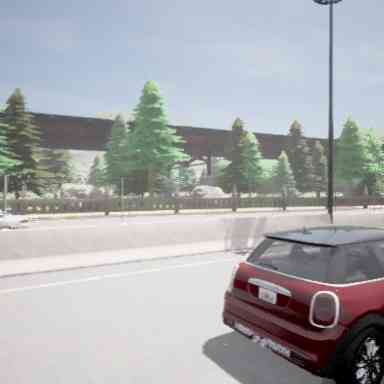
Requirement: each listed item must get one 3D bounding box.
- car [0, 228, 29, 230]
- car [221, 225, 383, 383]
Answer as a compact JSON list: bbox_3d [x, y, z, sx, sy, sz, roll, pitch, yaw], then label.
[{"bbox_3d":[-9.530,1.444,14.218,4.674,1.442,1.812,0,0,-35],"label":"car"},{"bbox_3d":[2.758,1.336,5.346,4.553,1.767,2.097,0,0,-32],"label":"car"}]
